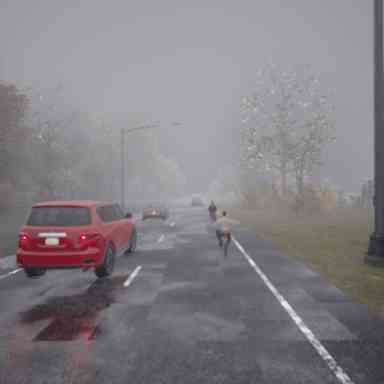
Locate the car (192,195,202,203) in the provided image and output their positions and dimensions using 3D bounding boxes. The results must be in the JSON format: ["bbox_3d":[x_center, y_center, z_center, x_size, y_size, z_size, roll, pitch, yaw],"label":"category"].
[{"bbox_3d":[1.025,1.498,73.494,2.097,1.767,4.553,0,0,1],"label":"car"}]

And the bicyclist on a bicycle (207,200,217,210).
[{"bbox_3d":[1.268,1.405,20.650,0.659,1.776,1.843,0,0,1],"label":"bicyclist on a bicycle"}]

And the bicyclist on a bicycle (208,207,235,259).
[{"bbox_3d":[1.119,1.454,11.630,0.866,1.612,1.509,0,0,1],"label":"bicyclist on a bicycle"}]

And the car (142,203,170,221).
[{"bbox_3d":[-2.994,1.634,28.407,1.994,1.385,4.181,0,0,1],"label":"car"}]

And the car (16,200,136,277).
[{"bbox_3d":[-3.240,1.258,10.476,2.150,2.045,5.566,0,0,1],"label":"car"}]

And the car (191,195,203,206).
[{"bbox_3d":[0.890,1.671,56.229,1.994,1.385,4.181,0,0,1],"label":"car"}]
